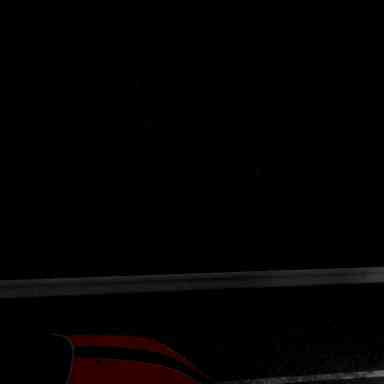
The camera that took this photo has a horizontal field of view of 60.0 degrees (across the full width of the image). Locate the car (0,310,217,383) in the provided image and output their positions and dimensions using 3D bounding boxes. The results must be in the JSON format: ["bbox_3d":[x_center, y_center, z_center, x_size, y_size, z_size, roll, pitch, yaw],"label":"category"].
[{"bbox_3d":[-1.848,1.352,1.669,4.553,1.767,2.097,0,0,-6],"label":"car"}]
